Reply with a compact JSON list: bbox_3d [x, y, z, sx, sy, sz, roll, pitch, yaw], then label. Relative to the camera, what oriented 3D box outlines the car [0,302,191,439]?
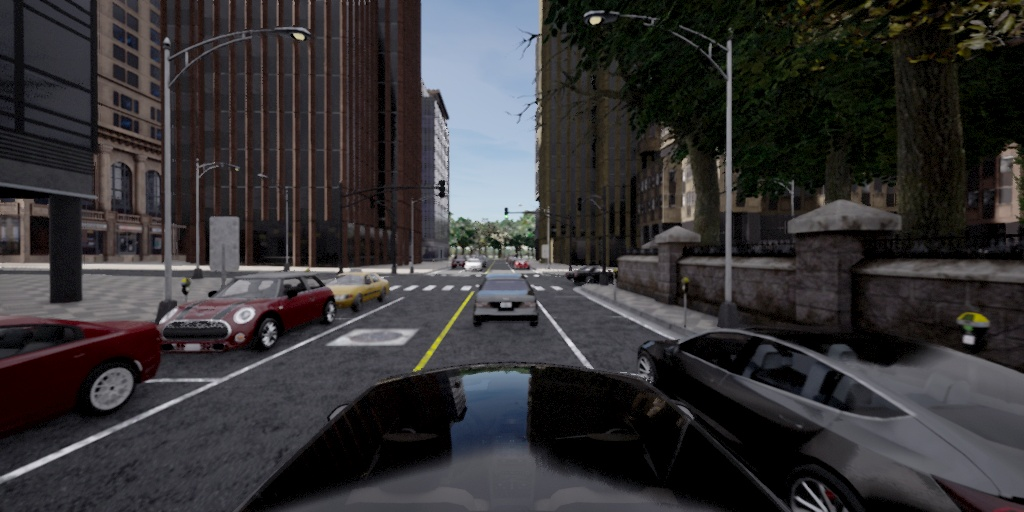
[{"bbox_3d":[-5.790,1.286,3.175,1.888,1.381,4.507,0,0,-2],"label":"car"}]

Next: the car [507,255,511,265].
[{"bbox_3d":[0.677,1.004,62.631,2.007,1.370,4.403,0,0,-2],"label":"car"}]

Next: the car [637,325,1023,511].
[{"bbox_3d":[2.730,1.307,3.473,1.948,1.339,4.313,0,0,-2],"label":"car"}]

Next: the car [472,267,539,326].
[{"bbox_3d":[-0.220,1.248,11.396,2.033,1.411,5.357,0,0,-2],"label":"car"}]

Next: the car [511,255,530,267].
[{"bbox_3d":[1.242,0.970,46.328,1.967,1.591,4.097,0,0,-2],"label":"car"}]

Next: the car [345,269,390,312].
[{"bbox_3d":[-6.163,1.211,13.912,1.751,1.417,4.829,0,0,-2],"label":"car"}]

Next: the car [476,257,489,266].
[{"bbox_3d":[-5.142,0.996,63.504,2.033,1.411,5.357,0,0,-1],"label":"car"}]

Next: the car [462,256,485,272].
[{"bbox_3d":[-4.481,1.074,42.383,1.812,1.442,4.674,0,0,-2],"label":"car"}]

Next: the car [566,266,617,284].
[{"bbox_3d":[6.395,1.398,25.809,4.718,1.301,1.895,1,0,-18],"label":"car"}]

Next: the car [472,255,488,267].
[{"bbox_3d":[-4.829,0.852,52.590,2.097,1.767,4.553,0,0,-2],"label":"car"}]

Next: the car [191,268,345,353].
[{"bbox_3d":[-5.980,1.153,8.629,1.967,1.591,4.097,0,0,-2],"label":"car"}]

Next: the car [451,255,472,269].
[{"bbox_3d":[-7.466,0.819,51.467,2.192,1.841,5.009,0,0,-2],"label":"car"}]
